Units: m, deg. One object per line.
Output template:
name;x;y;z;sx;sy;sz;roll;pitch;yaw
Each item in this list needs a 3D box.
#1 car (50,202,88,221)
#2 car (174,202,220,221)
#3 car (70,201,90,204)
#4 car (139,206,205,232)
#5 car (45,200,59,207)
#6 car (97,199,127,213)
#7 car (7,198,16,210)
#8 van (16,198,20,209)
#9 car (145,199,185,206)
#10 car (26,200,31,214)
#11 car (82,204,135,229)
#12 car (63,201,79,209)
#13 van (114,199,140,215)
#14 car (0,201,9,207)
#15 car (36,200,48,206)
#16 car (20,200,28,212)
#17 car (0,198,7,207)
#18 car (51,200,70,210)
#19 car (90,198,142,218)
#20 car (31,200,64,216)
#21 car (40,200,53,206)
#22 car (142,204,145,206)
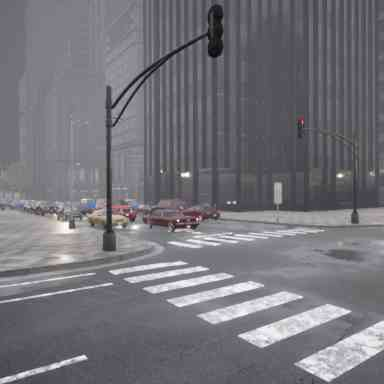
car;-11.991;2.004;32.506;2.008;1.369;4.403;-1;0;-35
car;0.624;1.828;29.460;1.887;1.381;4.507;-1;0;-35
car;-12.952;2.063;38.493;2.033;1.411;5.357;0;-1;-35
car;-1.484;1.846;22.311;1.895;1.301;4.718;0;-1;-35
car;-31.650;2.594;74.968;1.947;1.339;4.313;-1;0;-35
car;-11.133;1.875;46.072;2.192;1.841;5.009;-1;0;-35
car;-31.880;2.353;60.550;1.967;1.590;4.097;-1;0;-35
van;-26.126;2.122;52.434;1.690;1.788;3.998;-1;0;-35
car;-2.319;1.668;33.613;2.192;1.841;5.009;-1;0;-35
car;-20.470;2.195;44.463;1.887;1.381;4.507;-1;0;-35
car;-6.240;1.843;24.397;1.752;1.417;4.829;-1;0;-35
car;-22.623;2.406;62.238;1.802;1.307;4.206;-1;0;-35
van;-8.195;1.832;41.919;1.690;1.788;3.998;-1;0;-35
car;-44.320;2.770;78.096;1.802;1.307;4.206;-1;0;-35
car;-37.670;2.709;83.456;2.008;1.369;4.403;-1;0;-35
car;-23.298;2.156;48.448;1.967;1.590;4.097;-1;0;-35
car;-41.210;2.666;73.710;1.887;1.381;4.507;-1;0;-35
car;-22.986;2.270;57.990;1.882;1.535;5.008;0;-1;-35
car;-7.033;1.598;30.138;2.150;2.045;5.566;0;-1;-35
car;-17.649;1.900;40.478;2.192;1.841;5.009;-1;0;-35
car;-34.660;2.660;79.213;1.947;1.339;4.313;-1;0;-35
car;-5.251;2.004;37.766;1.802;1.307;4.206;-1;0;-35
